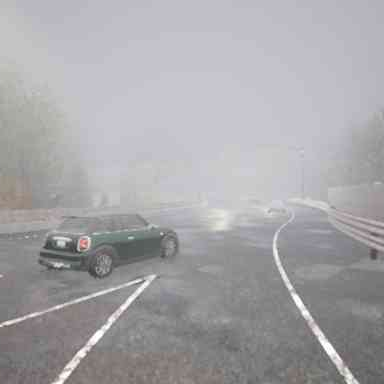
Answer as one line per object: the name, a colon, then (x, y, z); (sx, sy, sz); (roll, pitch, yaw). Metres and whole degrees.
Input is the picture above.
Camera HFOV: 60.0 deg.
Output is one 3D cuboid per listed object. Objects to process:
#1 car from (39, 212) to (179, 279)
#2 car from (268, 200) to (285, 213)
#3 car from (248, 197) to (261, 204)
car: (-2.341, 1.397, 10.591); (2.097, 1.767, 4.553); (0, 0, 31)
car: (10.401, 1.743, 40.830); (1.812, 1.442, 4.674); (0, 0, 14)
car: (14.028, 1.926, 74.900); (2.033, 1.411, 5.357); (0, 0, -5)
